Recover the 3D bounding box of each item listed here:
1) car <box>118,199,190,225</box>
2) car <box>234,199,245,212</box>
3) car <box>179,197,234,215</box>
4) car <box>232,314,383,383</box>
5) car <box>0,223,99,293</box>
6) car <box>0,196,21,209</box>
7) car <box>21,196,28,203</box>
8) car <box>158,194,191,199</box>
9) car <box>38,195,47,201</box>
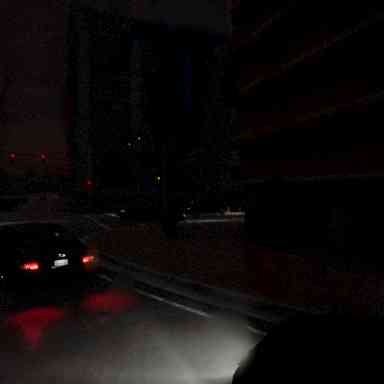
[{"bbox_3d":[-3.001,1.555,24.704,4.902,1.511,2.128,0,0,-22],"label":"car"},{"bbox_3d":[6.628,1.568,40.286,4.892,1.490,1.837,0,0,-23],"label":"car"},{"bbox_3d":[1.468,1.567,34.354,4.892,1.490,1.837,0,0,-23],"label":"car"},{"bbox_3d":[2.877,1.547,2.014,5.357,1.411,2.033,0,0,35],"label":"car"},{"bbox_3d":[-4.347,1.550,9.030,2.033,1.411,5.357,0,0,-39],"label":"car"},{"bbox_3d":[-25.637,1.493,46.592,1.882,1.535,5.008,0,0,-23],"label":"car"},{"bbox_3d":[-35.810,1.548,70.325,2.128,1.511,4.902,0,0,-23],"label":"car"},{"bbox_3d":[-2.523,1.286,36.486,5.566,2.045,2.150,0,0,-23],"label":"car"},{"bbox_3d":[-37.085,1.566,82.299,2.033,1.411,5.357,0,0,-23],"label":"car"}]
